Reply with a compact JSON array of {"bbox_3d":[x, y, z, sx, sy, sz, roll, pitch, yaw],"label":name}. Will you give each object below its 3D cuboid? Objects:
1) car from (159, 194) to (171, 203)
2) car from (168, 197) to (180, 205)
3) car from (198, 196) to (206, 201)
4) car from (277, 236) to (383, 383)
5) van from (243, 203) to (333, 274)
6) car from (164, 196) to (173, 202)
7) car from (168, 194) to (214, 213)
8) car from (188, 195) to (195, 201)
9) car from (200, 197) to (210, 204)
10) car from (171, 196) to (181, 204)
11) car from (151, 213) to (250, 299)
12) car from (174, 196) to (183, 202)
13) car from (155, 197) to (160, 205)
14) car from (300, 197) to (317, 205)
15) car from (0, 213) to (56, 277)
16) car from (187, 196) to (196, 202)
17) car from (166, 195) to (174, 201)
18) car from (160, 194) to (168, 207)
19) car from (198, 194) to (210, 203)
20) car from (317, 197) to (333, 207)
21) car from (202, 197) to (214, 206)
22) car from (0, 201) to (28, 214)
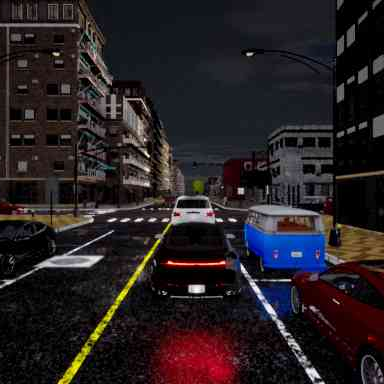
[{"bbox_3d":[-5.831,1.375,71.634,2.192,1.841,5.009,0,0,0],"label":"car"},{"bbox_3d":[-3.194,1.643,59.045,1.895,1.301,4.718,0,0,0],"label":"car"},{"bbox_3d":[2.516,1.643,88.268,2.008,1.369,4.403,0,0,0],"label":"car"},{"bbox_3d":[2.651,1.582,4.557,1.802,1.307,4.206,0,0,0],"label":"car"},{"bbox_3d":[2.640,1.343,10.247,1.690,1.788,3.998,0,0,0],"label":"van"},{"bbox_3d":[-5.854,1.631,82.712,2.008,1.369,4.403,0,0,0],"label":"car"},{"bbox_3d":[0.052,1.225,18.429,2.150,2.045,5.566,0,0,0],"label":"car"},{"bbox_3d":[-0.184,1.640,91.839,2.033,1.411,5.357,0,0,0],"label":"car"},{"bbox_3d":[2.560,1.634,66.112,1.802,1.307,4.206,0,0,0],"label":"car"},{"bbox_3d":[-3.151,1.580,68.101,1.812,1.442,4.674,0,0,0],"label":"car"},{"bbox_3d":[0.081,1.506,8.429,1.837,1.490,4.892,0,0,0],"label":"car"},{"bbox_3d":[-3.157,1.624,78.117,1.994,1.385,4.181,0,0,0],"label":"car"},{"bbox_3d":[-5.809,1.569,60.385,1.752,1.417,4.829,0,0,0],"label":"car"},{"bbox_3d":[13.367,1.559,36.942,4.902,1.511,2.128,0,0,0],"label":"car"},{"bbox_3d":[-5.708,1.567,10.255,1.947,1.339,4.313,0,0,0],"label":"car"},{"bbox_3d":[-0.163,1.618,81.524,2.033,1.411,5.357,0,0,0],"label":"car"},{"bbox_3d":[-5.864,1.617,88.081,1.752,1.417,4.829,0,0,0],"label":"car"},{"bbox_3d":[-3.200,1.382,50.102,2.097,1.767,4.553,0,0,0],"label":"car"},{"bbox_3d":[2.550,1.376,71.651,2.192,1.841,5.009,0,0,0],"label":"car"},{"bbox_3d":[14.860,1.359,31.163,5.009,1.841,2.192,0,0,0],"label":"car"},{"bbox_3d":[2.582,1.562,55.203,1.752,1.417,4.829,0,0,0],"label":"car"},{"bbox_3d":[-17.528,1.535,31.018,4.206,1.307,1.802,0,0,0],"label":"car"}]
